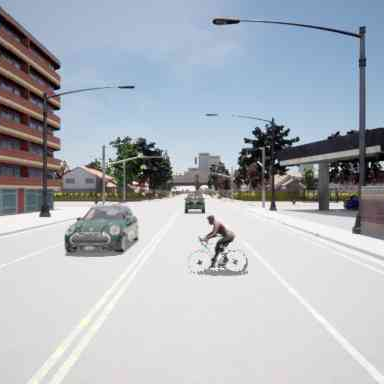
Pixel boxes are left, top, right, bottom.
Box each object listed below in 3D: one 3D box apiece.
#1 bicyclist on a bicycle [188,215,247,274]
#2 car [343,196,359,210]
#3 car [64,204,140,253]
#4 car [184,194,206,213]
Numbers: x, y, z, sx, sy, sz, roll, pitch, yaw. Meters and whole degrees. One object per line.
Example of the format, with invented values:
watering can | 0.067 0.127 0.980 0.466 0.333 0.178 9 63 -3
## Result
bicyclist on a bicycle | 0.690 1.453 9.095 1.656 1.620 0.582 -1 0 0
car | 20.501 1.295 39.459 4.611 1.667 2.242 0 0 2
car | -3.514 1.352 13.696 2.097 1.767 4.553 0 0 0
car | 0.311 1.221 36.541 2.150 2.045 5.566 0 0 0
